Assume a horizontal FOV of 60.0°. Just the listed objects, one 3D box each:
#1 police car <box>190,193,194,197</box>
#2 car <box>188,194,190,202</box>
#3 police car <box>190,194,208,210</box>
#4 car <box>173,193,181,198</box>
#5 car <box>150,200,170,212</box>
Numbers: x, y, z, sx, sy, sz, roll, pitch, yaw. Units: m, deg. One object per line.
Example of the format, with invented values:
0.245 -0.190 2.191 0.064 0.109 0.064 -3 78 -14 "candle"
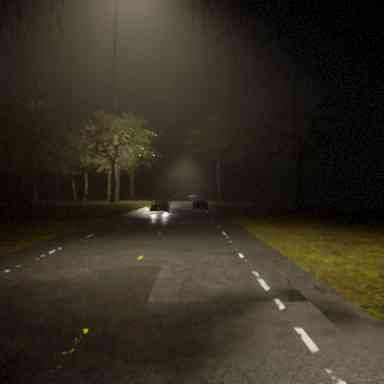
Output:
1.042 1.426 52.184 1.930 1.638 5.238 0 0 0 "police car"
-0.012 1.403 76.161 2.128 1.511 4.902 0 0 0 "car"
1.043 1.426 42.184 1.930 1.638 5.238 0 0 0 "police car"
-3.513 1.017 79.159 1.837 1.490 4.892 0 0 0 "car"
-3.598 1.564 37.801 1.994 1.385 4.181 0 0 0 "car"
